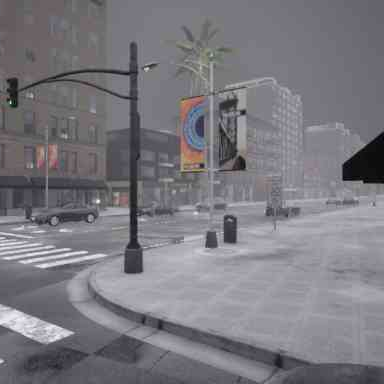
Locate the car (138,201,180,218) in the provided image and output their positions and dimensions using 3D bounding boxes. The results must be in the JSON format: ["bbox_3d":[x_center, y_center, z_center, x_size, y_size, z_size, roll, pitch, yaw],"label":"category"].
[{"bbox_3d":[-3.286,1.579,31.536,2.033,1.411,5.357,0,0,35],"label":"car"}]

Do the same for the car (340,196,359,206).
[{"bbox_3d":[28.311,1.501,59.150,2.097,1.767,4.553,0,0,35],"label":"car"}]

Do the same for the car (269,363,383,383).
[{"bbox_3d":[2.218,1.551,1.268,4.403,1.369,2.008,0,0,35],"label":"car"}]

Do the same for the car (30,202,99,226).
[{"bbox_3d":[-8.905,1.520,23.555,1.837,1.490,4.892,0,0,35],"label":"car"}]

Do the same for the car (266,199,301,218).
[{"bbox_3d":[8.691,1.409,31.268,2.097,1.767,4.553,0,0,35],"label":"car"}]

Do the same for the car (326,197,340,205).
[{"bbox_3d":[26.381,1.710,62.054,1.994,1.385,4.181,0,0,35],"label":"car"}]

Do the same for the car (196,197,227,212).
[{"bbox_3d":[2.361,1.404,39.546,2.097,1.767,4.553,0,0,35],"label":"car"}]
